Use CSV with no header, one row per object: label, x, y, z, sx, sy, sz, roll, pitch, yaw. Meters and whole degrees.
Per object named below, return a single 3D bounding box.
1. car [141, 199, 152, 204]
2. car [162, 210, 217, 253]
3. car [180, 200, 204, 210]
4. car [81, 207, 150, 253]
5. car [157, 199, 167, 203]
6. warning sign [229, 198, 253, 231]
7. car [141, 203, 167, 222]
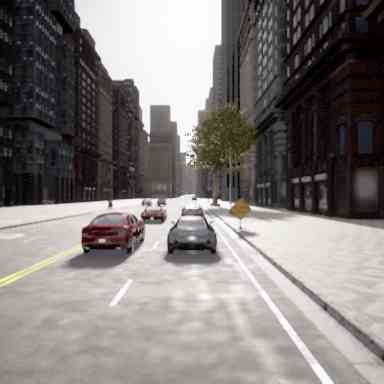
car,-9.725,2.212,70.985,2.128,1.511,4.902,0,-1,0
car,0.009,1.700,14.297,1.994,1.385,4.181,0,-1,0
car,0.016,1.772,29.300,2.128,1.511,4.902,0,0,0
car,-3.240,1.615,14.474,1.882,1.535,5.008,0,0,0
car,-6.475,2.186,70.984,1.837,1.490,4.892,0,-1,0
warning sign,2.860,1.302,19.575,1.300,1.860,1.060,0,0,0
car,-3.237,1.879,29.109,1.895,1.301,4.718,0,-1,0
